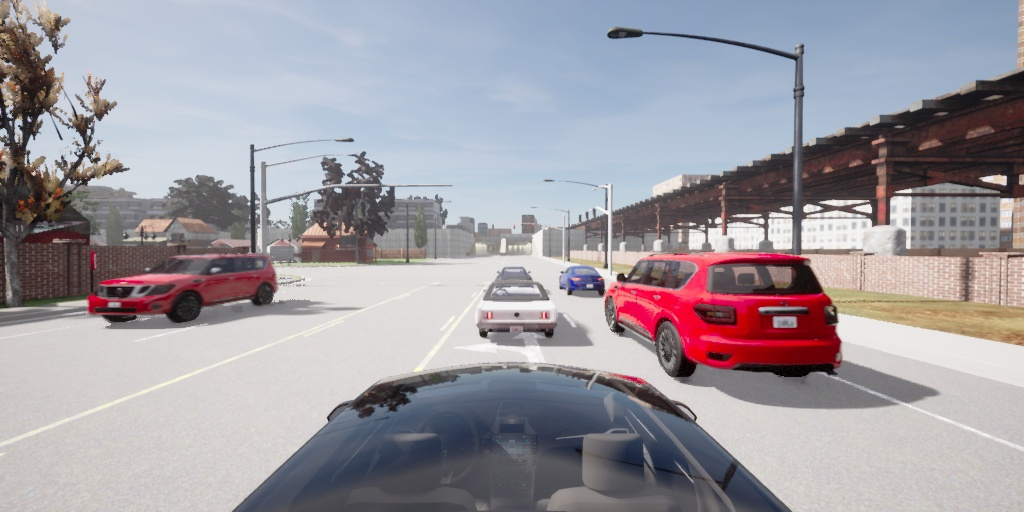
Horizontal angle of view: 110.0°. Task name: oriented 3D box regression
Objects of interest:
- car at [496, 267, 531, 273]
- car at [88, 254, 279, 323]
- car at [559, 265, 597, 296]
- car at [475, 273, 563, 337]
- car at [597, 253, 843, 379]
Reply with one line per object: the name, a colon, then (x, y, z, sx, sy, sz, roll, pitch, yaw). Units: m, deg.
car: (0.102, 1.248, 19.209, 1.994, 1.385, 4.181, 0, 0, 0)
car: (-10.584, 0.943, 12.318, 2.150, 2.045, 5.566, 0, 0, 0)
car: (3.604, 1.214, 18.909, 1.812, 1.442, 4.674, 0, 0, 0)
car: (0.101, 1.333, 10.196, 1.895, 1.301, 4.718, 0, 0, 0)
car: (3.605, 0.964, 7.445, 2.150, 2.045, 5.566, 0, 0, 0)
